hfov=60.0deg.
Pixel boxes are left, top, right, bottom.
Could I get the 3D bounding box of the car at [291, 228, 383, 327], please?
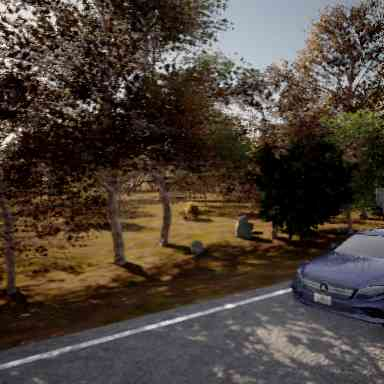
[{"bbox_3d":[4.074,1.519,6.891,4.674,1.442,1.812,0,0,-35],"label":"car"}]
